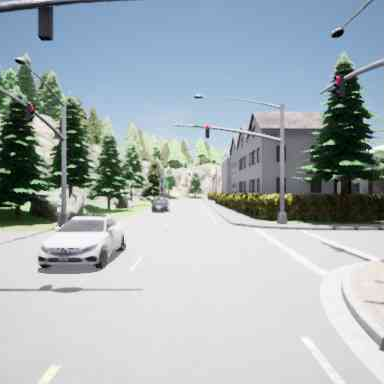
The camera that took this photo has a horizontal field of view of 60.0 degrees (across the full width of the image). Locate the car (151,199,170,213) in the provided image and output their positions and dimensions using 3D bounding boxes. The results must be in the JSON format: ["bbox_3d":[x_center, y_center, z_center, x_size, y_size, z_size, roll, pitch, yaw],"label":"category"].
[{"bbox_3d":[-3.527,1.509,37.717,2.128,1.511,4.902,0,0,0],"label":"car"}]

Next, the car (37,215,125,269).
[{"bbox_3d":[-3.508,1.542,11.396,1.812,1.442,4.674,0,0,0],"label":"car"}]
